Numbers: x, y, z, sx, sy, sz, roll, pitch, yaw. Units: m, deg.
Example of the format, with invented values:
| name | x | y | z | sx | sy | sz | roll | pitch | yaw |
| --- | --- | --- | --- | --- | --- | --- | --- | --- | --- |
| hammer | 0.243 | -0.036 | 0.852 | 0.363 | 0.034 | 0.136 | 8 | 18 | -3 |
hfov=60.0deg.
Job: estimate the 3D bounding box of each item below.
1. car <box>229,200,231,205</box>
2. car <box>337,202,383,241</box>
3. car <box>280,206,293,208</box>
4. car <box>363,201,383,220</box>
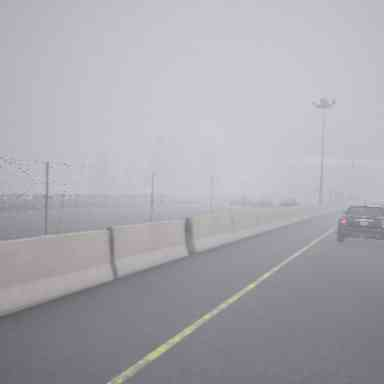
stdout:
| name | x | y | z | sx | sy | sz | roll | pitch | yaw |
| --- | --- | --- | --- | --- | --- | --- | --- | --- | --- |
| car | 7.319 | 1.369 | 49.283 | 2.033 | 1.411 | 5.357 | 2 | 0 | 30 |
| car | 8.279 | 1.354 | 15.792 | 2.097 | 1.767 | 4.553 | 2 | 1 | 30 |
| car | 13.480 | 1.624 | 45.960 | 1.994 | 1.385 | 4.181 | 2 | 0 | 30 |
| car | 17.644 | 1.711 | 31.991 | 1.882 | 1.535 | 5.008 | 2 | 0 | 30 |
